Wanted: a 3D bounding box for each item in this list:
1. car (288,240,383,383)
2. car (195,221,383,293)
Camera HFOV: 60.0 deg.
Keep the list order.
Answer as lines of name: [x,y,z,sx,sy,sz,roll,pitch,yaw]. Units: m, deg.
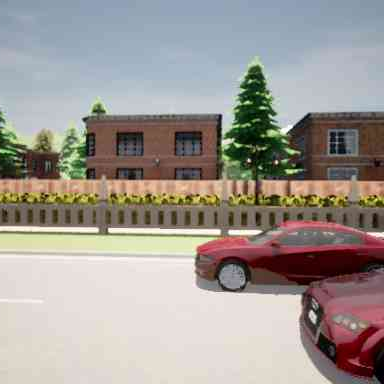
car: [3.675,1.566,4.474,4.181,1.385,1.994,0,0,5]
car: [2.576,1.456,8.073,5.008,1.535,1.882,0,0,5]
